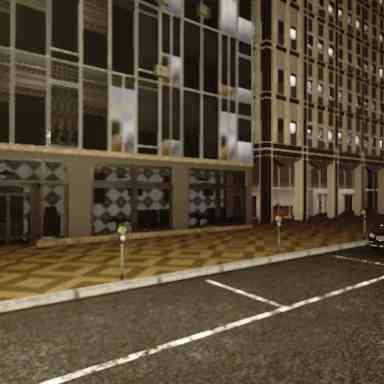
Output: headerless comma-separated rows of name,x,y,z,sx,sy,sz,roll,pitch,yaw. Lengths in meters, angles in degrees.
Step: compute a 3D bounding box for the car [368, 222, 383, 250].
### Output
car,8.497,1.519,12.792,4.403,1.369,2.008,0,1,-35
